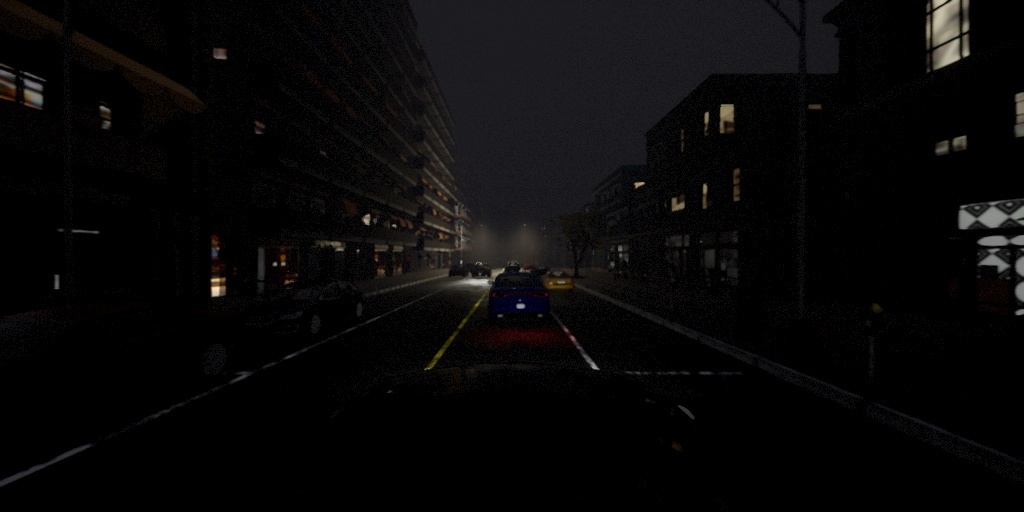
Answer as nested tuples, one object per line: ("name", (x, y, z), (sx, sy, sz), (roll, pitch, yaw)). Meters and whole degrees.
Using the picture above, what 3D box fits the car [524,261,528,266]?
("car", (2.682, 1.713, 55.642), (1.802, 1.307, 4.207), (0, 0, 0))

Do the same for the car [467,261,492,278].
("car", (-3.083, 1.490, 37.164), (2.128, 1.511, 4.902), (0, 0, 0))

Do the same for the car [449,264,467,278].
("car", (-5.697, 1.554, 38.638), (1.888, 1.381, 4.507), (0, 0, 0))

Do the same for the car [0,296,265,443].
("car", (-5.692, 1.315, 4.574), (1.888, 1.381, 4.507), (0, 0, 0))

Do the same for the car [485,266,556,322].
("car", (0.168, 1.305, 12.783), (1.882, 1.535, 5.008), (0, 0, -2))

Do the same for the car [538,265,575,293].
("car", (2.686, 1.415, 21.748), (1.751, 1.417, 4.829), (0, 0, 0))

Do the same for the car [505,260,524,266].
("car", (0.094, 1.541, 44.427), (2.128, 1.511, 4.902), (0, -1, 0))

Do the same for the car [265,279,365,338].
("car", (-5.693, 1.360, 10.251), (2.007, 1.370, 4.403), (0, 0, 0))

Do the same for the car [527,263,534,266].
("car", (2.684, 1.514, 32.933), (1.888, 1.381, 4.507), (0, 0, 0))
